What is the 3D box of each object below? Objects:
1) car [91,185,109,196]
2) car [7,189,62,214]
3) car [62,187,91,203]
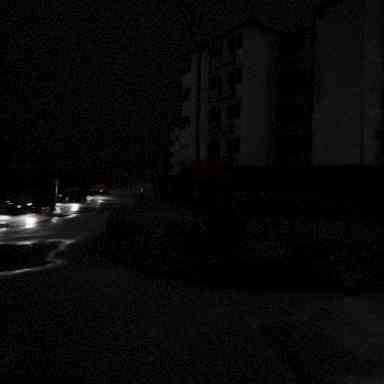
[{"bbox_3d":[-12.727,-0.265,45.873,1.882,1.535,5.008,1,2,-5],"label":"car"},{"bbox_3d":[-10.587,0.554,22.336,1.837,1.490,4.892,1,2,-5],"label":"car"},{"bbox_3d":[-11.516,0.234,32.474,1.812,1.442,4.674,1,2,-5],"label":"car"}]
